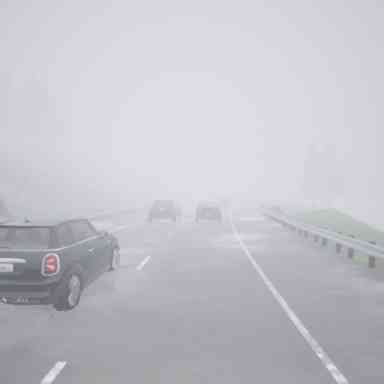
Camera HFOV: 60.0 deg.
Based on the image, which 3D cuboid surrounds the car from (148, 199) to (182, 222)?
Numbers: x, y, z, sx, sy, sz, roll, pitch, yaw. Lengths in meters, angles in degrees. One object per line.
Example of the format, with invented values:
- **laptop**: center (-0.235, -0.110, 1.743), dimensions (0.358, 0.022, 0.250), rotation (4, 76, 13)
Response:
- **car**: center (-2.035, 1.350, 26.428), dimensions (2.097, 1.767, 4.553), rotation (0, 0, 5)

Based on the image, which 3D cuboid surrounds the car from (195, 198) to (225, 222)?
- **car**: center (1.378, 1.479, 26.113), dimensions (1.882, 1.535, 5.008), rotation (0, 0, 6)

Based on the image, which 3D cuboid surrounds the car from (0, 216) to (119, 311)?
- **car**: center (-3.215, 1.349, 7.947), dimensions (2.097, 1.767, 4.553), rotation (0, 0, 2)

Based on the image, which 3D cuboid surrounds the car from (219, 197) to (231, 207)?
- **car**: center (4.916, 1.509, 51.381), dimensions (2.163, 1.488, 4.792), rotation (0, 0, 11)
